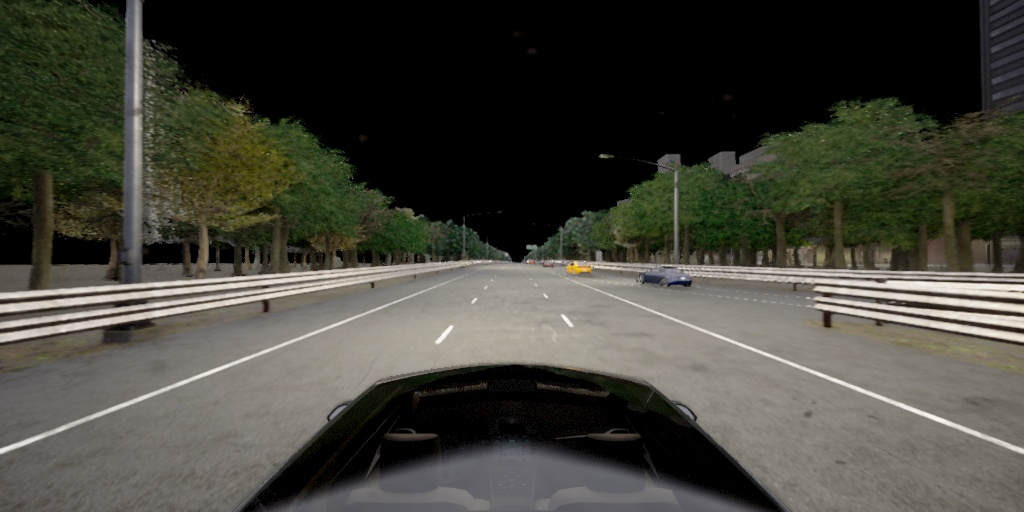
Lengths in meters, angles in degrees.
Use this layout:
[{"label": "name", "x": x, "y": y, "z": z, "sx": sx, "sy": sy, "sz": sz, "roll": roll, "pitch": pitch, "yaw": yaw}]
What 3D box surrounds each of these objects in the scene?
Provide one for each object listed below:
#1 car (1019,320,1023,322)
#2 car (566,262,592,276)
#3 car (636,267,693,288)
[{"label": "car", "x": 16.493, "y": 1.342, "z": 9.315, "sx": 1.895, "sy": 1.301, "sz": 4.718, "roll": 0, "pitch": -1, "yaw": -23}, {"label": "car", "x": 7.675, "y": 1.408, "z": 41.532, "sx": 1.882, "sy": 1.535, "sz": 5.008, "roll": 0, "pitch": 0, "yaw": -6}, {"label": "car", "x": 10.715, "y": 1.444, "z": 25.473, "sx": 1.994, "sy": 1.385, "sz": 4.181, "roll": 0, "pitch": 0, "yaw": -14}]
